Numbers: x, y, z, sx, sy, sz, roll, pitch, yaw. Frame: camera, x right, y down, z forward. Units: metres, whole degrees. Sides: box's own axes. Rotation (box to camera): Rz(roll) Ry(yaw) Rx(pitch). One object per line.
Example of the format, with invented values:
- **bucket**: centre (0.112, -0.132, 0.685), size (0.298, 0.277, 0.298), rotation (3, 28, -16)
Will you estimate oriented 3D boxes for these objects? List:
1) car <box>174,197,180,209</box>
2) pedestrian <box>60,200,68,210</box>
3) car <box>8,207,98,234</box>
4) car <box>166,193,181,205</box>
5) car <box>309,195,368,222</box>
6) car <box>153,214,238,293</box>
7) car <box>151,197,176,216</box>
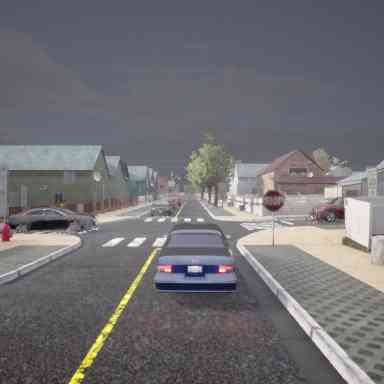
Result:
- **car**: centre (-2.923, 1.602, 42.839), size (1.895, 1.301, 4.718), rotation (0, 0, 0)
- **pedestrian**: centre (-9.738, 1.462, 25.242), size (0.375, 1.860, 0.375), rotation (0, 0, 0)
- **car**: centre (-8.030, 1.637, 19.388), size (4.902, 1.511, 2.128), rotation (-2, -1, 0)
- **car**: centre (-2.954, 1.222, 54.582), size (2.150, 2.045, 5.566), rotation (0, 0, 0)
- **car**: centre (10.326, 1.067, 22.487), size (4.553, 1.767, 2.097), rotation (-2, -1, -1)
- **car**: centre (0.118, 1.550, 8.992), size (2.033, 1.411, 5.357), rotation (0, 0, 1)
- **car**: centre (-2.894, 1.528, 32.744), size (1.812, 1.442, 4.674), rotation (0, 0, 0)
